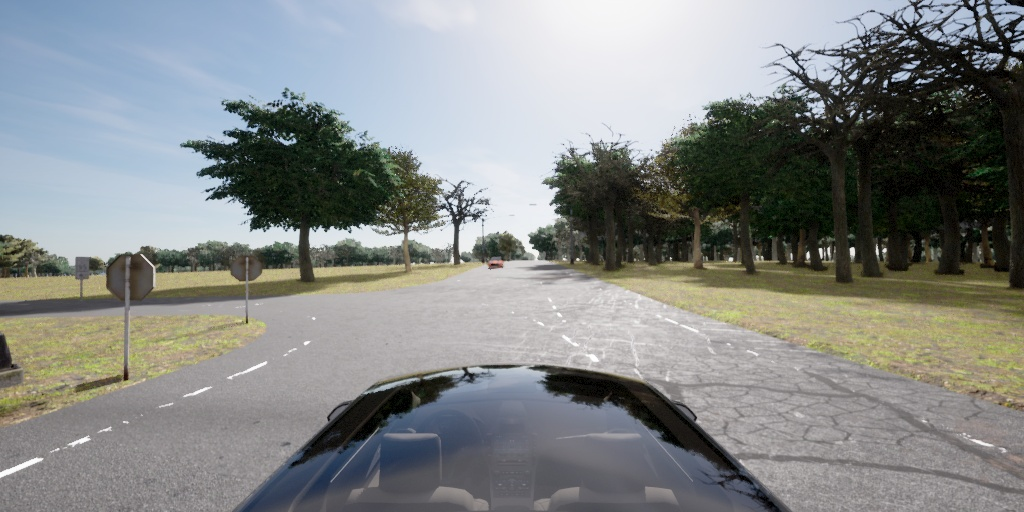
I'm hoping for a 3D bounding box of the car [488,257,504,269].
[{"bbox_3d":[-2.330,0.948,52.172,2.097,1.767,4.553,-1,1,2],"label":"car"}]
